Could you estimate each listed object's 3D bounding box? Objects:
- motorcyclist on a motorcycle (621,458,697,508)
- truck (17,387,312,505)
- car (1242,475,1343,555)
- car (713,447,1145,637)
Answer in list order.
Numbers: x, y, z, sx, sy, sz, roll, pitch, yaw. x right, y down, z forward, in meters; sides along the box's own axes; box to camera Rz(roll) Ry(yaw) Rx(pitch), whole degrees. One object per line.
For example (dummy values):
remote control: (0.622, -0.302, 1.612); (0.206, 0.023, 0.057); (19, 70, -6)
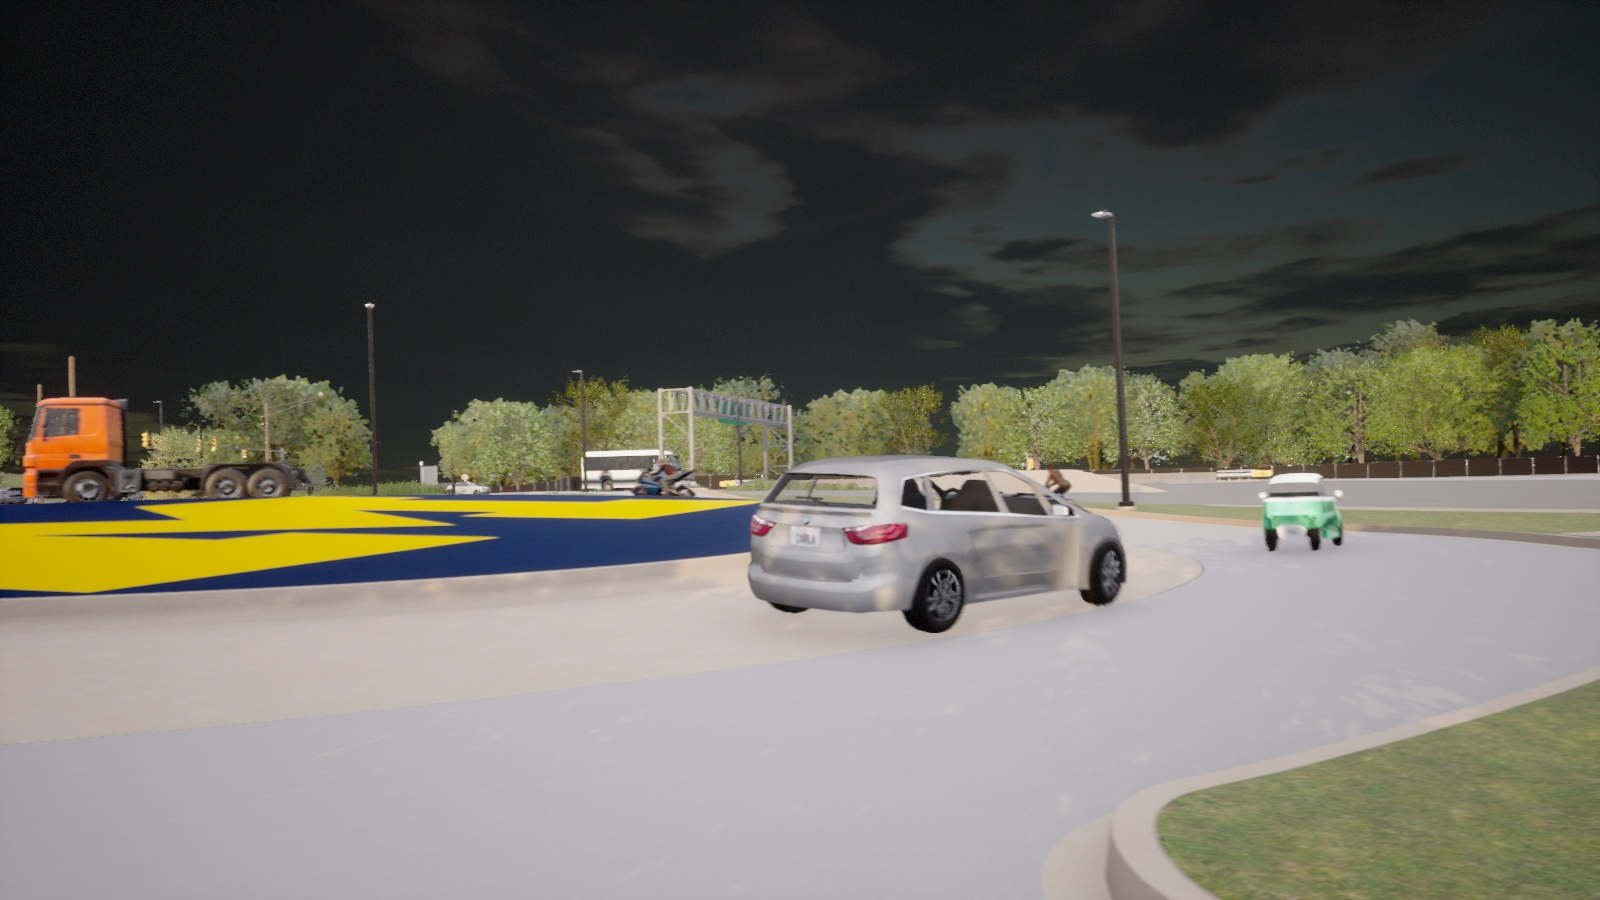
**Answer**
motorcyclist on a motorcycle: (-4.401, 1.027, 39.182); (2.191, 1.530, 0.866); (0, -2, 24)
truck: (-19.639, -0.100, 39.435); (7.936, 3.462, 2.891); (0, -1, -19)
car: (9.121, 1.180, 23.186); (1.481, 1.376, 2.207); (-2, -2, 27)
car: (1.545, 0.834, 13.633); (2.242, 1.667, 4.611); (1, 1, 45)
